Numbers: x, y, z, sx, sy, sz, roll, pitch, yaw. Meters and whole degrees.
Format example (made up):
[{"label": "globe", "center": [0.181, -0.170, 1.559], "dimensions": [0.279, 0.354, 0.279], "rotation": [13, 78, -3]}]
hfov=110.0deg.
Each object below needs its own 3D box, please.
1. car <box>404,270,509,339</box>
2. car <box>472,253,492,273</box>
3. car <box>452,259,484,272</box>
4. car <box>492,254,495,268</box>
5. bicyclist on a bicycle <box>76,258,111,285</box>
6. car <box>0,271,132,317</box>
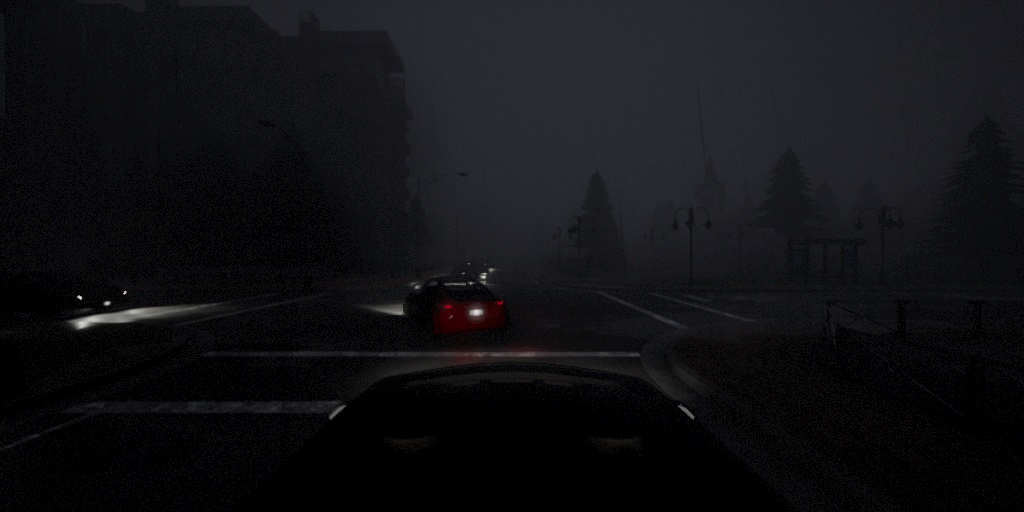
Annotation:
[{"label": "car", "center": [-1.711, 1.269, 10.149], "dimensions": [1.994, 1.385, 4.181], "rotation": [0, 0, -26]}, {"label": "car", "center": [-3.673, 0.868, 39.095], "dimensions": [2.097, 1.767, 4.553], "rotation": [0, 0, 0]}, {"label": "car", "center": [-3.649, 1.143, 28.976], "dimensions": [1.994, 1.385, 4.181], "rotation": [0, 0, 0]}, {"label": "car", "center": [-3.674, 0.656, 51.869], "dimensions": [2.150, 2.045, 5.566], "rotation": [0, 0, 0]}, {"label": "bicyclist on a bicycle", "center": [-23.013, 0.954, 19.737], "dimensions": [0.582, 1.620, 1.656], "rotation": [0, 1, -1]}, {"label": "car", "center": [-16.621, 1.247, 12.334], "dimensions": [5.357, 1.411, 2.033], "rotation": [0, 0, -1]}]
